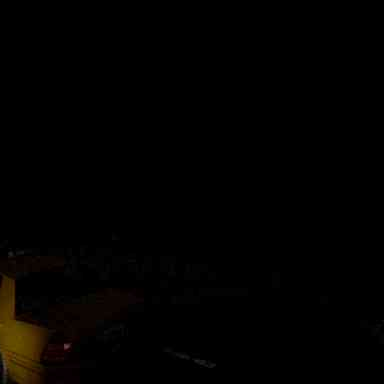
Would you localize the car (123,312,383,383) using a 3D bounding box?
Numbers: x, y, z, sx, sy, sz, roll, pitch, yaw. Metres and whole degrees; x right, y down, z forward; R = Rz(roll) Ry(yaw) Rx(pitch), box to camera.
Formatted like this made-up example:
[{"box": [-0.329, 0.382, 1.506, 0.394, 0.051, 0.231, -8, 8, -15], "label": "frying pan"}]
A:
[{"box": [1.948, 1.551, 1.702, 4.403, 1.369, 2.008, 0, 1, 35], "label": "car"}]

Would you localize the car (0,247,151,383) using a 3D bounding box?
[{"box": [-2.741, 1.524, 5.040, 4.829, 1.417, 1.752, 0, 1, 35], "label": "car"}]
